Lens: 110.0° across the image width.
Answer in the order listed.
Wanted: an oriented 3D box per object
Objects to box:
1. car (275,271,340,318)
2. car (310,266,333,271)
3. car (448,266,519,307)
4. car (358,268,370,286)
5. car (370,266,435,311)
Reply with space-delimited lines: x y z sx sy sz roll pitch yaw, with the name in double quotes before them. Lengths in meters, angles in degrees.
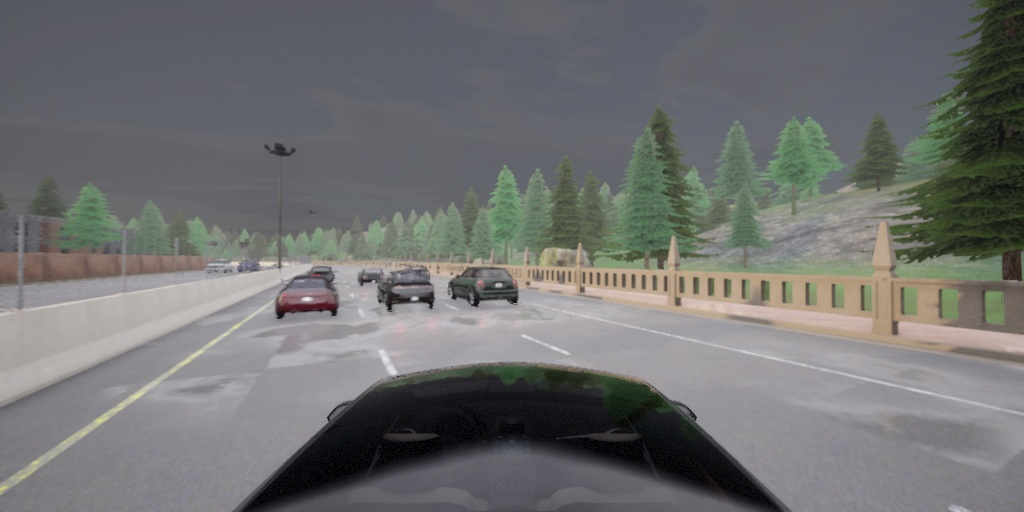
"car" -7.779 1.440 13.867 1.994 1.385 4.181 0 -1 -26
"car" -14.472 1.524 27.309 1.837 1.490 4.892 0 0 -26
"car" -1.488 1.266 16.929 2.097 1.767 4.553 0 -1 -26
"car" -11.227 1.635 28.636 1.895 1.301 4.718 0 -1 -26
"car" -4.658 1.389 15.441 2.128 1.511 4.902 0 -1 -26
